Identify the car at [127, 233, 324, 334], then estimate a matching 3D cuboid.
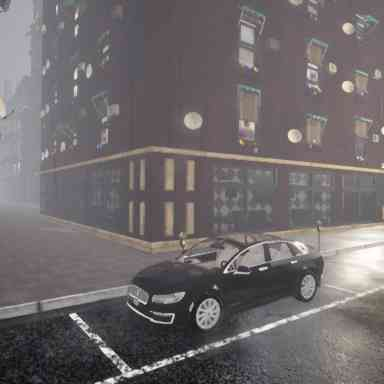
[{"bbox_3d":[0.871,1.552,6.669,4.403,1.369,2.008,0,1,-35],"label":"car"}]
